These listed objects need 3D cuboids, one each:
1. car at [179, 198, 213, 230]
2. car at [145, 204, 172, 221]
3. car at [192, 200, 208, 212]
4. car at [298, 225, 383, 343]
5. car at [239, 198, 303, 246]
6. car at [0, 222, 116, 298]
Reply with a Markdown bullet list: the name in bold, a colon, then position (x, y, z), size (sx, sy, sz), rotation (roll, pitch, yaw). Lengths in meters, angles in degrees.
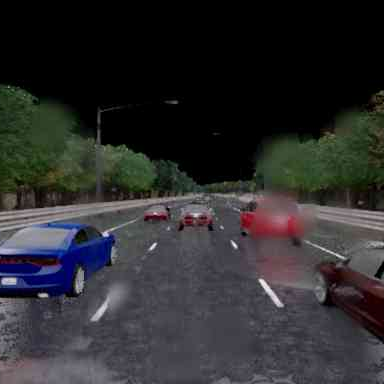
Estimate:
- **car**: position (0.285, 1.472, 22.076), size (2.097, 1.767, 4.553), rotation (0, 0, 1)
- **car**: position (-2.947, 1.730, 29.431), size (1.994, 1.385, 4.181), rotation (0, 0, 2)
- **car**: position (1.095, 1.821, 43.967), size (2.033, 1.411, 5.357), rotation (0, 0, 3)
- **car**: position (3.509, 1.533, 5.095), size (2.163, 1.488, 4.792), rotation (0, 0, 0)
- **car**: position (3.630, 1.309, 16.001), size (2.150, 2.045, 5.566), rotation (0, 0, 1)
- **car**: position (-3.358, 1.511, 8.648), size (1.882, 1.535, 5.008), rotation (0, 0, 1)
